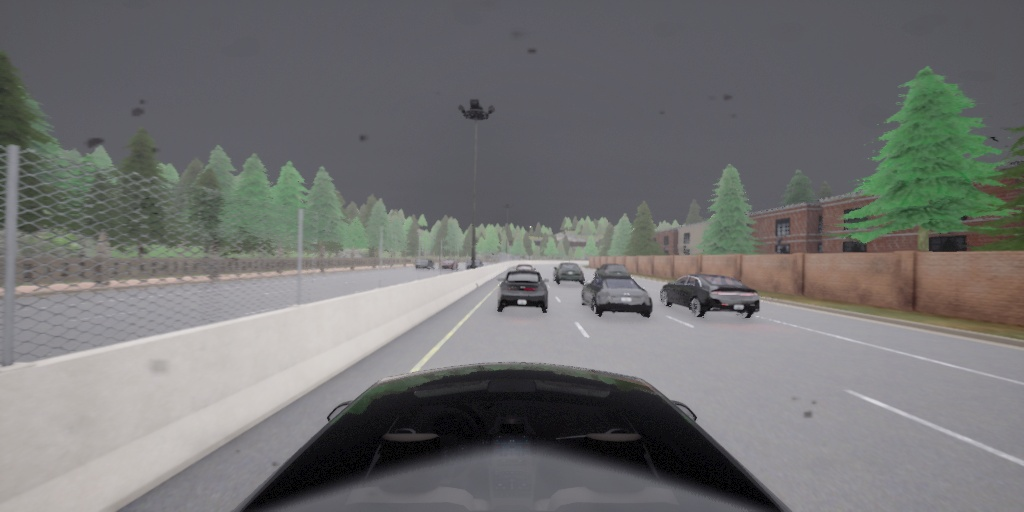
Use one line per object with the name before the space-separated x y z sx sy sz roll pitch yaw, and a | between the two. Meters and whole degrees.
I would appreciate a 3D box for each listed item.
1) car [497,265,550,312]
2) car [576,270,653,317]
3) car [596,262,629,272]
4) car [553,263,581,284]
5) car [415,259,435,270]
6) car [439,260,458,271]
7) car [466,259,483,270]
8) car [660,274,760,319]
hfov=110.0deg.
car | 0.456 1.319 14.635 1.837 1.490 4.892 1 0 2
car | 3.935 1.447 14.060 1.994 1.385 4.181 1 0 2
car | 7.990 1.383 28.945 2.097 1.767 4.553 1 0 2
car | 4.493 1.309 29.079 2.097 1.767 4.553 1 0 2
car | -12.343 1.196 51.068 1.837 1.490 4.892 1 -1 2
car | -8.860 1.239 50.668 1.882 1.535 5.008 1 0 2
car | -5.349 1.189 50.833 2.097 1.767 4.553 1 0 2
car | 7.434 1.450 13.990 2.128 1.511 4.902 1 0 2
